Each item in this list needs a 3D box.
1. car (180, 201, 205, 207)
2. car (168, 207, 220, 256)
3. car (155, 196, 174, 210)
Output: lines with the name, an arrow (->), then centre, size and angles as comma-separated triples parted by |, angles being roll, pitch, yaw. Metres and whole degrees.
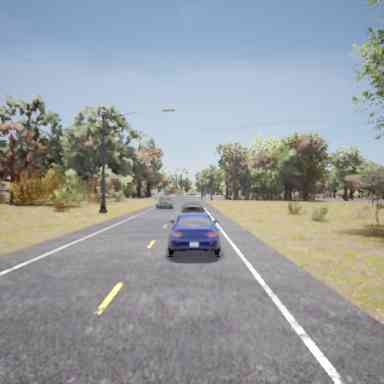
car -> 0.073, 1.520, 28.306 | 1.837, 1.490, 4.892 | 0, 0, 0
car -> 0.081, 1.532, 13.036 | 1.812, 1.442, 4.674 | 0, 0, 0
car -> -3.597, 1.375, 44.090 | 2.097, 1.767, 4.553 | 0, 0, 0
